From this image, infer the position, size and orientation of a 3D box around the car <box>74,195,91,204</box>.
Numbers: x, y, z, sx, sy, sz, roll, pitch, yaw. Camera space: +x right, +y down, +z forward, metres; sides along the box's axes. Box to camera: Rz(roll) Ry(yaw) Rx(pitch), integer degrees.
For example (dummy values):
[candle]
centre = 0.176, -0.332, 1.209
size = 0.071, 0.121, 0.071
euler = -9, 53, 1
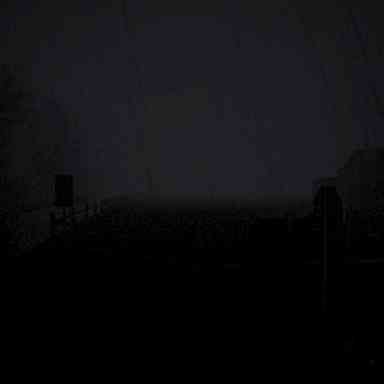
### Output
[car]
centre = -16.534, 1.108, 50.390
size = 1.994, 1.385, 4.181
euler = 0, 1, -9
